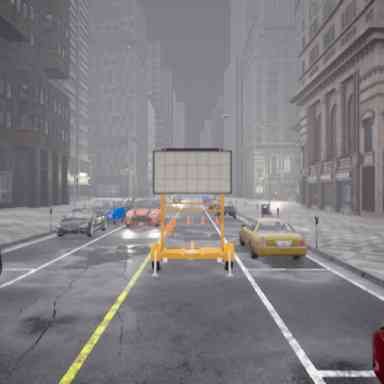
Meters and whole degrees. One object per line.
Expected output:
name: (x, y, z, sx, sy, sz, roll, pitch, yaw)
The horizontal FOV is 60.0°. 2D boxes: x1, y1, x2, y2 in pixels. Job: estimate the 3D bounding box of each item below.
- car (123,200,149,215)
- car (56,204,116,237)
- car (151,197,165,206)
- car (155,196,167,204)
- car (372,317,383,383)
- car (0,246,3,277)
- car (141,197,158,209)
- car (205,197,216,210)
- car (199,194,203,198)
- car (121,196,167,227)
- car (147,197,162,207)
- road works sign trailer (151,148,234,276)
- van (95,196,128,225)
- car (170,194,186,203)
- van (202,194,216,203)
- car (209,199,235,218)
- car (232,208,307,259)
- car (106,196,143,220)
car: (-5.723, 1.526, 34.352, 1.887, 1.381, 4.507, 0, 0, 0)
car: (-5.742, 1.541, 17.775, 2.008, 1.369, 4.403, 0, 0, 0)
car: (-5.697, 1.515, 56.453, 1.887, 1.381, 4.507, 0, 0, 0)
car: (-5.691, 1.513, 61.979, 1.887, 1.381, 4.507, 0, 0, 0)
car: (2.771, 1.314, 1.175, 2.192, 1.841, 5.009, 0, 0, 0)
car: (-5.755, 1.436, 6.724, 1.967, 1.590, 4.097, 0, 0, 0)
car: (-5.710, 1.501, 45.233, 1.752, 1.417, 4.829, 0, 0, 0)
car: (2.830, 1.560, 39.849, 1.802, 1.307, 4.206, 0, 0, 0)
car: (2.864, 1.513, 61.949, 1.887, 1.381, 4.507, 0, 0, 0)
car: (-3.069, 1.339, 22.296, 2.097, 1.767, 4.553, 0, 0, 0)
car: (-5.704, 1.518, 50.928, 1.887, 1.381, 4.507, 0, 0, 0)
road works sign trailer: (0.014, 0.458, 10.265, 2.380, 3.560, 2.880, 0, 0, 0)
van: (-5.735, 1.328, 23.301, 1.690, 1.788, 3.998, 0, 0, 0)
car: (-2.909, 1.495, 66.220, 2.128, 1.511, 4.902, 0, 0, 0)
van: (2.848, 1.314, 50.899, 1.690, 1.788, 3.998, 0, 0, 0)
car: (2.813, 1.535, 28.799, 2.008, 1.369, 4.403, 0, 0, 0)
car: (2.788, 1.518, 12.394, 1.752, 1.417, 4.829, 0, 0, 0)
car: (-5.729, 1.299, 28.826, 2.192, 1.841, 5.009, 0, 0, 0)
